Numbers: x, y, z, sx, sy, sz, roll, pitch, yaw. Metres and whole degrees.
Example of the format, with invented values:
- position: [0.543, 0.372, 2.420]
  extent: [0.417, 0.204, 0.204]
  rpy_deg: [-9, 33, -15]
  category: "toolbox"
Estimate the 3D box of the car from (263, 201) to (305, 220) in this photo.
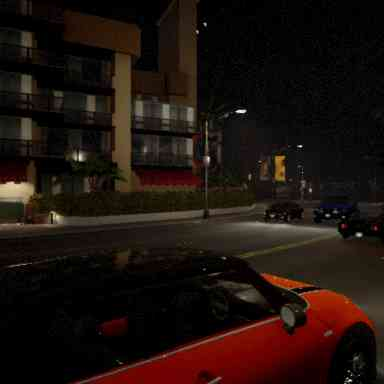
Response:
- position: [7.156, 1.493, 25.560]
  extent: [1.837, 1.490, 4.892]
  rpy_deg: [0, 0, 37]
  category: "car"

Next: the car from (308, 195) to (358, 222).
- position: [10.628, 1.215, 24.321]
  extent: [2.150, 2.045, 5.566]
  rpy_deg: [0, 0, 36]
  category: "car"

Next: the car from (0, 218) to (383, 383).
- position: [-0.083, 1.349, 3.329]
  extent: [4.553, 1.767, 2.097]
  rpy_deg: [0, 0, -37]
  category: "car"

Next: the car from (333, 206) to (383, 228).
- position: [8.869, 1.594, 16.389]
  extent: [1.895, 1.301, 4.718]
  rpy_deg: [0, 0, 41]
  category: "car"

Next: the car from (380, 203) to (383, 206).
- position: [17.708, 1.340, 29.115]
  extent: [2.097, 1.767, 4.553]
  rpy_deg: [0, 0, 28]
  category: "car"
